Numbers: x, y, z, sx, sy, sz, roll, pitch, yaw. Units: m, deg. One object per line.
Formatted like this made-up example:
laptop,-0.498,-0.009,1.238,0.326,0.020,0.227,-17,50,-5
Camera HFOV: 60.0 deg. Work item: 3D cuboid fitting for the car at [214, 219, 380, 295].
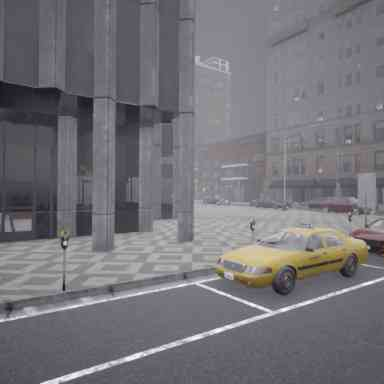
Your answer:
car,2.778,1.527,8.732,4.829,1.417,1.752,0,1,-35

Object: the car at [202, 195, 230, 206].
car,3.393,1.162,47.036,2.128,1.511,4.902,1,0,-35

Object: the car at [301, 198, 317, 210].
car,14.443,1.329,36.834,2.128,1.511,4.902,1,0,-35

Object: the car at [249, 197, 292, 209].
car,9.062,1.307,38.965,2.033,1.411,5.357,1,0,-35

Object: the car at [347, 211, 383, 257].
car,7.497,1.547,12.095,4.507,1.381,1.887,0,1,-35

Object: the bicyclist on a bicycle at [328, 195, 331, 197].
bicyclist on a bicycle,16.339,1.159,39.468,1.656,1.620,0.582,0,0,-35

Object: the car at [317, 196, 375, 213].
car,14.569,1.198,31.145,2.097,1.767,4.553,1,0,-35
